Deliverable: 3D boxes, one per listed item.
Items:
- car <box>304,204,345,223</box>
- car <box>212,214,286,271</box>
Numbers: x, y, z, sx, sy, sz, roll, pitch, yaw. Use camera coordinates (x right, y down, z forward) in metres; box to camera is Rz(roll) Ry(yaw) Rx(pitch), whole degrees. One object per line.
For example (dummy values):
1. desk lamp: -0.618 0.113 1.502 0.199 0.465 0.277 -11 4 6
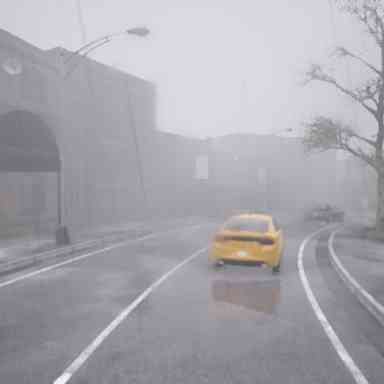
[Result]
1. car: 10.367 1.603 25.904 1.994 1.385 4.181 1 0 41
2. car: 2.021 1.456 11.028 1.882 1.535 5.008 1 0 17
